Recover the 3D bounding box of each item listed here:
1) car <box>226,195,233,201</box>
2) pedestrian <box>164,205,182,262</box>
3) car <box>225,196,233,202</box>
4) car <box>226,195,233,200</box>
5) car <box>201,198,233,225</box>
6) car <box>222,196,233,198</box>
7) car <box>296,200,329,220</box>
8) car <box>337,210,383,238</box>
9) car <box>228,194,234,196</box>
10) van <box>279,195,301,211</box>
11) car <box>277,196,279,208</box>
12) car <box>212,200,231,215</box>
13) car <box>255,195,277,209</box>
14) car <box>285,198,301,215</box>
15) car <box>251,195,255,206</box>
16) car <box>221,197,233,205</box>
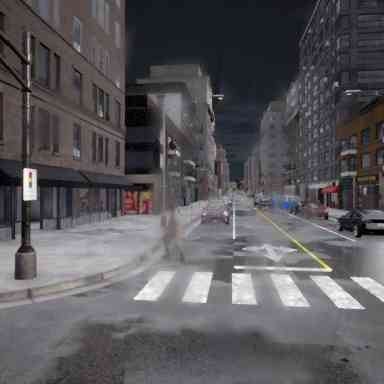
[{"bbox_3d":[10.051,1.616,89.554,1.887,1.381,4.507,0,0,7],"label":"car"},{"bbox_3d":[-0.603,1.288,10.667,0.375,1.860,0.375,0,0,7],"label":"pedestrian"},{"bbox_3d":[8.670,1.639,78.618,1.802,1.307,4.206,0,0,7],"label":"car"},{"bbox_3d":[10.741,1.644,95.021,1.947,1.339,4.313,0,0,7],"label":"car"},{"bbox_3d":[1.766,1.438,23.944,1.967,1.590,4.097,0,0,7],"label":"car"},{"bbox_3d":[3.837,1.557,40.346,2.008,1.369,4.403,0,0,7],"label":"car"},{"bbox_3d":[10.418,1.595,28.407,1.802,1.307,4.206,0,0,7],"label":"car"},{"bbox_3d":[9.037,1.577,17.471,1.947,1.339,4.313,0,0,7],"label":"car"},{"bbox_3d":[5.217,1.458,51.281,1.967,1.590,4.097,0,0,7],"label":"car"},{"bbox_3d":[11.799,1.362,39.341,1.690,1.788,3.998,0,0,7],"label":"van"},{"bbox_3d":[12.489,1.577,44.808,2.008,1.369,4.403,0,0,7],"label":"car"},{"bbox_3d":[3.146,1.584,34.879,1.802,1.307,4.206,0,0,7],"label":"car"},{"bbox_3d":[9.872,1.526,44.734,1.837,1.490,4.892,0,0,8],"label":"car"},{"bbox_3d":[11.108,1.582,33.874,1.947,1.339,4.313,0,0,7],"label":"car"},{"bbox_3d":[11.131,1.635,55.101,1.895,1.301,4.718,0,0,7],"label":"car"},{"bbox_3d":[6.598,1.584,62.216,2.008,1.369,4.403,0,0,7],"label":"car"}]
